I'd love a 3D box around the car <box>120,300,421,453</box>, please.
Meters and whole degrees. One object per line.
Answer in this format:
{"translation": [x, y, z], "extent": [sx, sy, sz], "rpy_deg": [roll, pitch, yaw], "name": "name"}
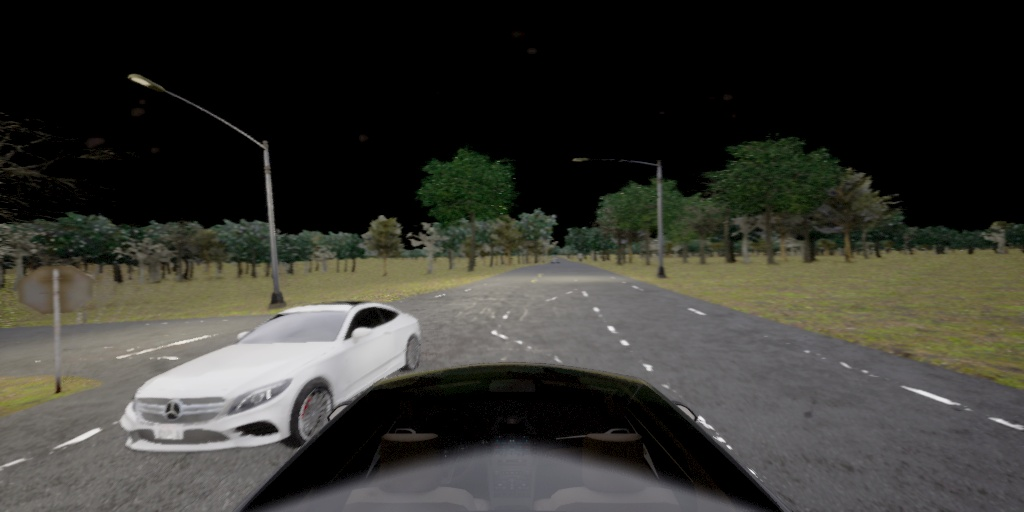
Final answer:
{"translation": [-2.906, 1.462, 5.612], "extent": [1.812, 1.442, 4.674], "rpy_deg": [-3, -3, 6], "name": "car"}
